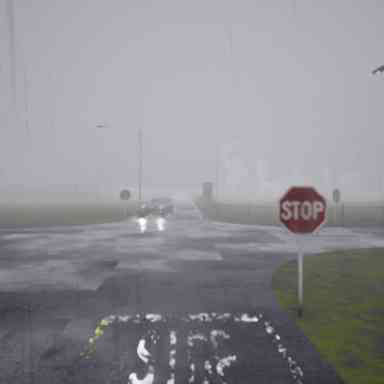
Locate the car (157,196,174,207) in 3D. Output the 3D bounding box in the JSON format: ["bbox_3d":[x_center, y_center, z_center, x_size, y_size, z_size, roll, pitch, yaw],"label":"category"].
[{"bbox_3d":[-3.832,1.339,48.645,2.128,1.511,4.902,0,0,-1],"label":"car"}]

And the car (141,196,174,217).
[{"bbox_3d":[-3.051,1.247,29.935,2.097,1.767,4.553,0,0,10],"label":"car"}]
